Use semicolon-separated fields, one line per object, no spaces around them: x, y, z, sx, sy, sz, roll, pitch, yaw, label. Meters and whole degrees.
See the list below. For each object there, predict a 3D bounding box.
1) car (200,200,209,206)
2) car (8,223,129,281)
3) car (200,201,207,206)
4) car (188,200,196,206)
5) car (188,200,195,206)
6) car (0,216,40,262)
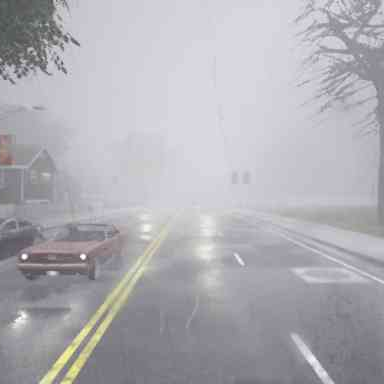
3.186;2.718;81.175;2.128;1.511;4.902;0;-1;0;car
-3.338;1.672;10.255;1.895;1.301;4.718;0;0;1;car
3.165;3.063;91.616;1.895;1.301;4.718;0;-2;0;car
-0.064;2.686;81.374;1.882;1.535;5.008;0;-1;0;car
-0.085;2.948;91.583;1.882;1.535;5.008;0;-2;0;car
-6.589;1.569;10.893;2.128;1.511;4.902;0;0;0;car
